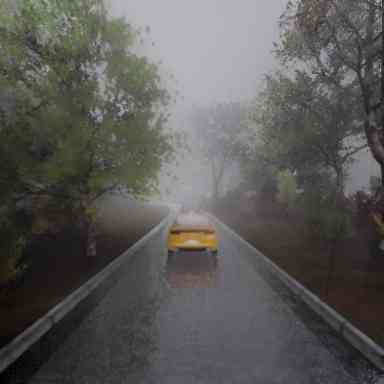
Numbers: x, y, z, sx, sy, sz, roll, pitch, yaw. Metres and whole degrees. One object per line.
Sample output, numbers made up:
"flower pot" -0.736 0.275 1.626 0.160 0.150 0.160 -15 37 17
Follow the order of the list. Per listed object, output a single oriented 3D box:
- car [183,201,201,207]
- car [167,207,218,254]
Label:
"car" -0.042 1.668 28.433 2.097 1.767 4.553 0 -1 0
"car" 0.034 1.637 14.236 1.882 1.535 5.008 0 0 0
